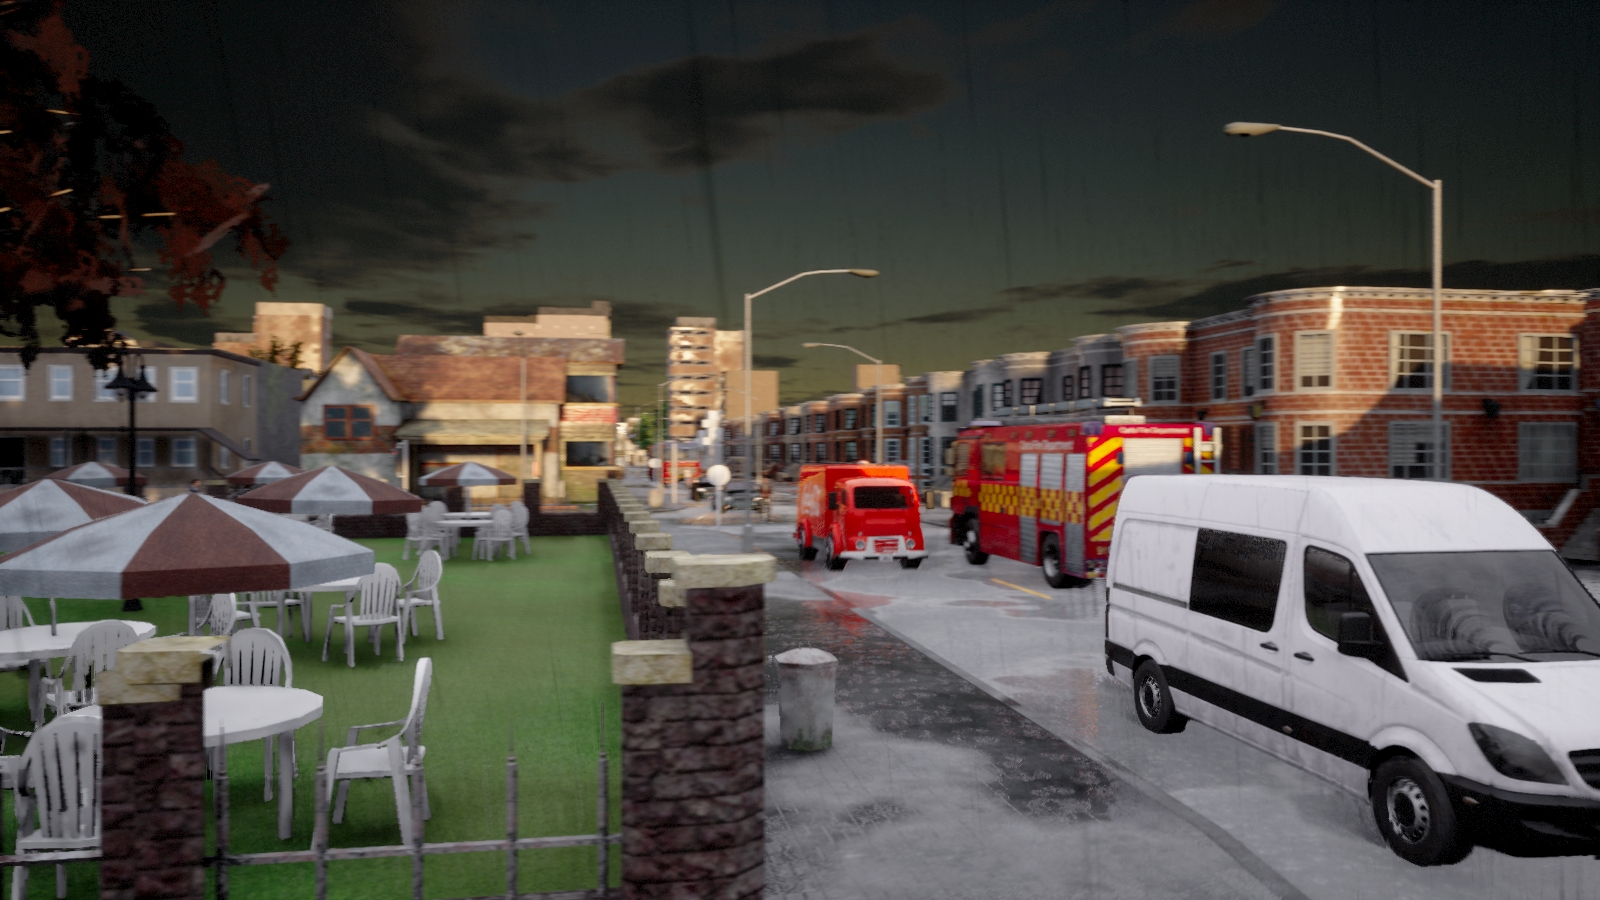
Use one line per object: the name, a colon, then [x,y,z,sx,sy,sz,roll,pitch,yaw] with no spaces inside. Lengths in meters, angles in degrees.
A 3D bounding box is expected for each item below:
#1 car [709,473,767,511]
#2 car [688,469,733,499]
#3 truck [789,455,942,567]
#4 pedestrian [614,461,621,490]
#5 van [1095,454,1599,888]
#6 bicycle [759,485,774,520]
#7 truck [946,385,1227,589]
car: [-2.895,1.875,52.402,2.038,1.542,4.974,0,0,-10]
car: [-5.084,1.889,64.609,2.038,1.542,4.974,0,0,-10]
truck: [1.466,1.375,28.163,2.627,2.467,5.204,0,0,-10]
pedestrian: [-11.588,1.612,72.672,0.375,1.860,0.375,0,0,-1]
van: [4.756,1.320,9.864,1.988,2.561,5.915,0,0,-10]
bicycle: [-1.284,1.986,43.483,0.329,1.271,1.835,0,0,-10]
truck: [5.996,0.691,25.844,2.891,3.827,8.468,0,0,-11]
